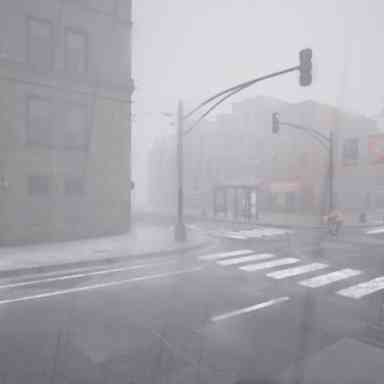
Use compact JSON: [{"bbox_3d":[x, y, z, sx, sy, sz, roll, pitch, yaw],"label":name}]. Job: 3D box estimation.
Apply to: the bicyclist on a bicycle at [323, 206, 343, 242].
[{"bbox_3d":[6.462,1.436,15.139,1.509,1.612,0.866,0,0,-36],"label":"bicyclist on a bicycle"}]
